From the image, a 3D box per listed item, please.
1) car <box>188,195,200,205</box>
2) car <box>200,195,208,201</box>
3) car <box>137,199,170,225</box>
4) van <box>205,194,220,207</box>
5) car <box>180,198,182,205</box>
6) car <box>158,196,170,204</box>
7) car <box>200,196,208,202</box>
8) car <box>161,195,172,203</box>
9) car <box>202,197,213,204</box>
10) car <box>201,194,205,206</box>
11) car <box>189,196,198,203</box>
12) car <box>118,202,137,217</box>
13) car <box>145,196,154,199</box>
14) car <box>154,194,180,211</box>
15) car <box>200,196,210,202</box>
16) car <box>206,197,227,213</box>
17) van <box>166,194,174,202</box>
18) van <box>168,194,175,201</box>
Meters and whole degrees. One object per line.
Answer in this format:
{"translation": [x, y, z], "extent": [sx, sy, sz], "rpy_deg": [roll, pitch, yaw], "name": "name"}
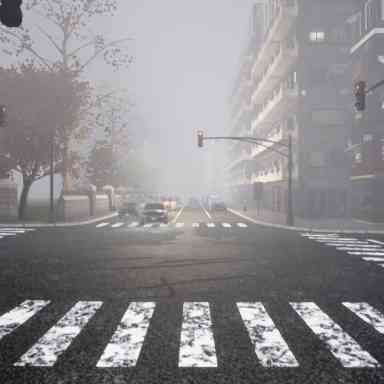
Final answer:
{"translation": [0.326, 1.615, 61.172], "extent": [1.994, 1.385, 4.181], "rpy_deg": [0, 0, 0], "name": "car"}
{"translation": [3.009, 1.543, 87.132], "extent": [1.967, 1.590, 4.097], "rpy_deg": [0, 0, 0], "name": "car"}
{"translation": [-2.705, 1.513, 24.041], "extent": [1.837, 1.490, 4.892], "rpy_deg": [0, 0, -5], "name": "car"}
{"translation": [2.846, 1.365, 42.092], "extent": [1.690, 1.788, 3.998], "rpy_deg": [0, 0, 0], "name": "van"}
{"translation": [-2.842, 1.554, 59.002], "extent": [1.837, 1.490, 4.892], "rpy_deg": [0, -1, 1], "name": "car"}
{"translation": [-5.453, 1.497, 64.644], "extent": [1.967, 1.590, 4.097], "rpy_deg": [0, 0, 0], "name": "car"}
{"translation": [2.988, 1.634, 81.503], "extent": [1.887, 1.381, 4.507], "rpy_deg": [0, 0, 0], "name": "car"}
{"translation": [-5.432, 1.507, 70.273], "extent": [1.967, 1.590, 4.097], "rpy_deg": [0, 0, 0], "name": "car"}
{"translation": [2.927, 1.602, 64.612], "extent": [1.887, 1.381, 4.507], "rpy_deg": [0, 0, 0], "name": "car"}
{"translation": [2.887, 1.479, 53.352], "extent": [1.967, 1.590, 4.097], "rpy_deg": [0, 0, 0], "name": "car"}
{"translation": [0.326, 1.594, 71.156], "extent": [1.812, 1.442, 4.674], "rpy_deg": [0, 0, 0], "name": "car"}
{"translation": [-5.575, 1.579, 30.862], "extent": [1.947, 1.339, 4.313], "rpy_deg": [0, 0, 0], "name": "car"}
{"translation": [-5.535, 1.549, 41.953], "extent": [1.752, 1.417, 4.829], "rpy_deg": [0, 0, 0], "name": "car"}
{"translation": [-2.953, 1.374, 40.297], "extent": [2.097, 1.767, 4.553], "rpy_deg": [0, 0, 0], "name": "car"}
{"translation": [2.968, 1.628, 75.873], "extent": [2.008, 1.369, 4.403], "rpy_deg": [0, 0, 0], "name": "car"}
{"translation": [2.825, 1.563, 36.461], "extent": [1.887, 1.381, 4.507], "rpy_deg": [0, 0, 0], "name": "car"}
{"translation": [-5.392, 1.431, 81.534], "extent": [1.690, 1.788, 3.998], "rpy_deg": [0, 0, 0], "name": "van"}
{"translation": [-5.371, 1.444, 87.163], "extent": [1.690, 1.788, 3.998], "rpy_deg": [0, 0, 0], "name": "van"}
